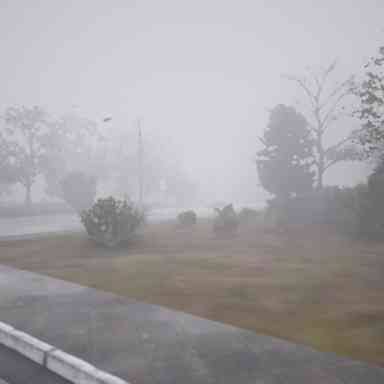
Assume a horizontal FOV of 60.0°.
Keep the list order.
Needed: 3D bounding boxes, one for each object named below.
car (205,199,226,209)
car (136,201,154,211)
[{"bbox_3d":[3.891,1.980,55.109,2.128,1.511,4.902,-2,-1,32],"label":"car"},{"bbox_3d":[-6.499,1.854,38.779,2.128,1.511,4.902,-2,-1,32],"label":"car"}]
